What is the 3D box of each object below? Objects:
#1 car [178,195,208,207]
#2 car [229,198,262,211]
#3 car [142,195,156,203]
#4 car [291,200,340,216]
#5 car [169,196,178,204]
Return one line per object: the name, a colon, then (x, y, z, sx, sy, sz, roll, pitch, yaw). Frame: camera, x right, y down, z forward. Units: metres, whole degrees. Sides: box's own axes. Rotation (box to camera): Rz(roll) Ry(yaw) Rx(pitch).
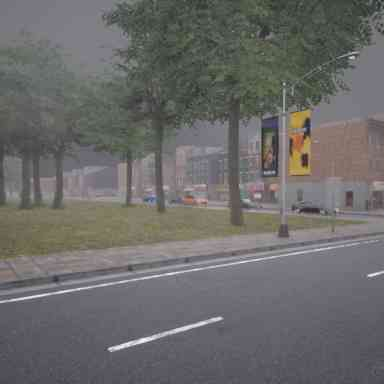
car: (0.474, 1.265, 49.790, 2.097, 1.767, 4.553, 1, 0, -35)
car: (6.572, 1.513, 41.234, 1.812, 1.442, 4.674, 1, 0, -36)
car: (-8.338, 1.332, 66.987, 1.882, 1.535, 5.008, 1, 0, -36)
car: (12.251, 1.568, 33.288, 2.128, 1.511, 4.902, 1, 0, -36)
car: (-2.332, 1.380, 58.674, 2.128, 1.511, 4.902, 1, 0, -35)
